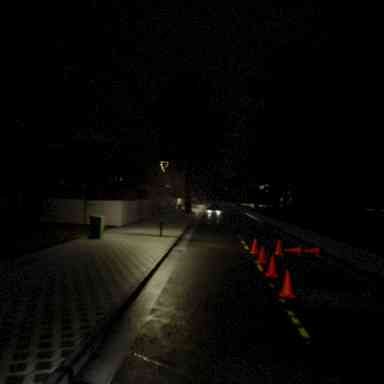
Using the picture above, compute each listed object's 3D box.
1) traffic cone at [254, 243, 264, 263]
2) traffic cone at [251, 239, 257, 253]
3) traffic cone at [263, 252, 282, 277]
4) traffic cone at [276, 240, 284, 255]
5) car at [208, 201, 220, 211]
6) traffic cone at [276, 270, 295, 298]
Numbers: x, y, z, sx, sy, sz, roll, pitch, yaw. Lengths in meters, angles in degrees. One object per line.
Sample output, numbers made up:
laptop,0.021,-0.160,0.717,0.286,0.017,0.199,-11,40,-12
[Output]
traffic cone,2.513,2.221,11.906,0.340,0.580,0.340,3,-1,4
traffic cone,2.638,2.251,13.902,0.340,0.580,0.340,3,-1,4
traffic cone,2.389,2.190,9.910,0.340,0.580,0.340,3,-1,4
traffic cone,3.635,2.298,13.839,0.340,0.580,0.340,3,-1,4
car,3.802,2.406,57.653,1.837,1.490,4.892,3,-1,4
traffic cone,2.264,2.160,7.913,0.340,0.580,0.340,3,-1,4
